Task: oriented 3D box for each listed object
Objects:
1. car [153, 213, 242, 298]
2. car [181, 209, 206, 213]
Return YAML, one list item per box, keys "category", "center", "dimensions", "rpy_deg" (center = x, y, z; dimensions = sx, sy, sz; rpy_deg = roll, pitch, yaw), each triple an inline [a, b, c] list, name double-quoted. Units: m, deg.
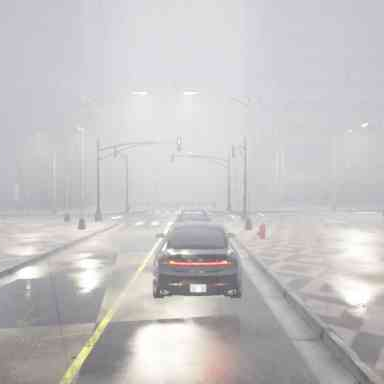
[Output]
- category: "car"
  center: [0.104, 1.502, 8.471]
  dimensions: [1.837, 1.490, 4.892]
  rpy_deg: [0, 0, 0]
- category: "car"
  center: [0.068, 1.557, 17.375]
  dimensions: [1.994, 1.385, 4.181]
  rpy_deg: [0, 0, 1]
